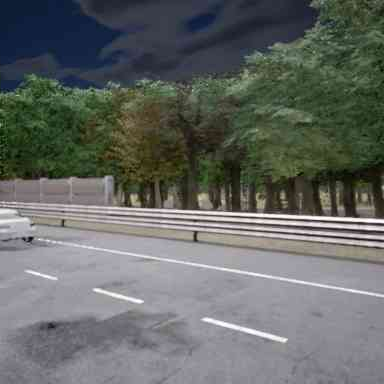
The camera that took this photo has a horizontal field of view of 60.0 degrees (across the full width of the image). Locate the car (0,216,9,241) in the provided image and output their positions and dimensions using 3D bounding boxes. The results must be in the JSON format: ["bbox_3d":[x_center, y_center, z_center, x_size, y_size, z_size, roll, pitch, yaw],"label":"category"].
[{"bbox_3d":[-7.258,1.439,9.050,5.008,1.535,1.882,0,0,36],"label":"car"}]

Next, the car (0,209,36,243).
[{"bbox_3d":[-8.565,1.463,14.388,4.674,1.442,1.812,0,0,36],"label":"car"}]
